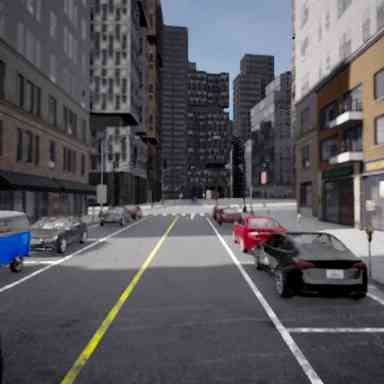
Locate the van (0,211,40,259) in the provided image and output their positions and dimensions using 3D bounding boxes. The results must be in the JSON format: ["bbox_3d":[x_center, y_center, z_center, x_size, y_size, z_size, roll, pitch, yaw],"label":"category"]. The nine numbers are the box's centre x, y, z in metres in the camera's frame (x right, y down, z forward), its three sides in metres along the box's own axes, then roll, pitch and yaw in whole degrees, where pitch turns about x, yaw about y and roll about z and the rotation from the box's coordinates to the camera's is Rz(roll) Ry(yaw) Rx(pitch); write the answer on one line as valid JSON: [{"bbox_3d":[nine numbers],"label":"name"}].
[{"bbox_3d":[-5.749,1.422,8.530,1.690,1.788,3.998,1,-1,0],"label":"van"}]

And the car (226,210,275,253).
[{"bbox_3d":[2.773,1.678,14.136,1.887,1.381,4.507,1,-1,0],"label":"car"}]

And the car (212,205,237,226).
[{"bbox_3d":[2.774,1.817,25.354,1.802,1.307,4.206,1,-1,0],"label":"car"}]

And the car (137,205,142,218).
[{"bbox_3d":[-5.751,1.830,30.964,1.887,1.381,4.507,1,-1,0],"label":"car"}]

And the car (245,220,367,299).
[{"bbox_3d":[2.773,1.647,8.527,1.947,1.339,4.313,1,-1,0],"label":"car"}]

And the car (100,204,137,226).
[{"bbox_3d":[-5.751,1.786,25.356,2.008,1.369,4.403,1,-1,0],"label":"car"}]

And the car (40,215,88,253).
[{"bbox_3d":[-5.752,1.684,14.138,2.008,1.369,4.403,1,-1,0],"label":"car"}]

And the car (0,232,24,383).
[{"bbox_3d":[-3.100,1.369,1.715,2.097,1.767,4.553,0,-1,0],"label":"car"}]

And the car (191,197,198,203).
[{"bbox_3d":[0.656,2.224,90.609,1.882,1.535,5.008,0,-1,1],"label":"car"}]
